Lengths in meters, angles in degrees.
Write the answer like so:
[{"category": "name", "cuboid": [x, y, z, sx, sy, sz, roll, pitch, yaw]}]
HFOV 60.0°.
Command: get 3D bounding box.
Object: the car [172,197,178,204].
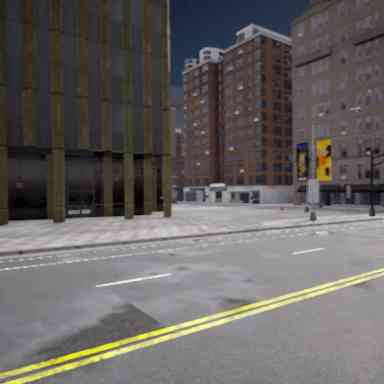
[{"category": "car", "cuboid": [-4.772, 1.632, 67.924, 2.097, 1.767, 4.553, -1, 0, -35]}]
